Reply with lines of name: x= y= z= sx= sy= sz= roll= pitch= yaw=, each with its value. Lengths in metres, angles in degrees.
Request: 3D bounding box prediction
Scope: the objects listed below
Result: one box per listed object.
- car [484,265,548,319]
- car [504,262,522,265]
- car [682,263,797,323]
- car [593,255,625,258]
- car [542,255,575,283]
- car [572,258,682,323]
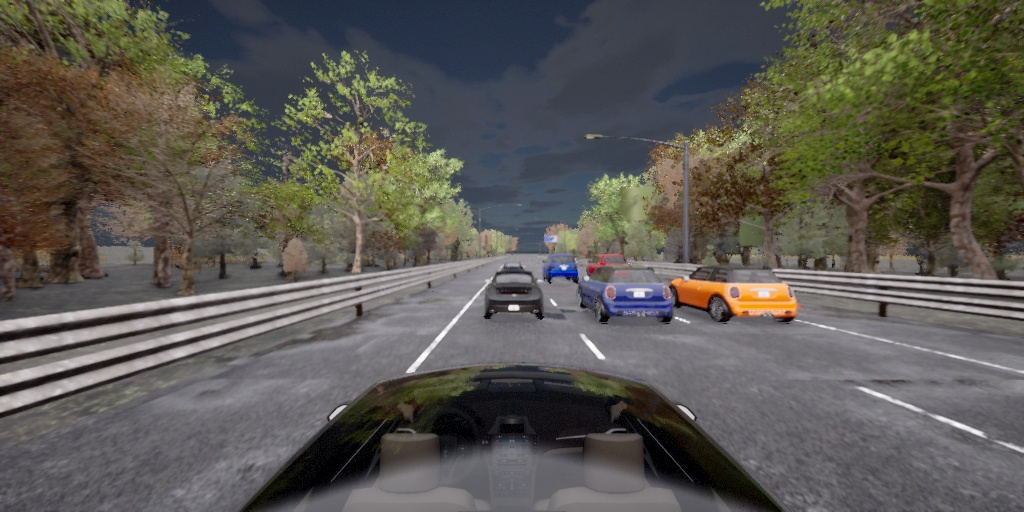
car: x=0.069 y=1.229 z=12.714 sx=1.837 sy=1.490 sz=4.892 roll=0 pitch=0 yaw=0
car: x=0.069 y=1.177 z=28.071 sx=2.128 sy=1.511 sz=4.902 roll=0 pitch=0 yaw=0
car: x=7.065 y=1.078 z=12.162 sx=2.097 sy=1.767 sz=4.553 roll=0 pitch=0 yaw=0
car: x=7.062 y=0.912 z=26.918 sx=2.150 sy=2.045 sz=5.566 roll=0 pitch=0 yaw=0
car: x=3.564 y=0.911 z=27.063 sx=2.150 sy=2.045 sz=5.566 roll=0 pitch=0 yaw=0
car: x=3.565 y=1.078 z=12.125 sx=2.097 sy=1.767 sz=4.553 roll=0 pitch=0 yaw=0
